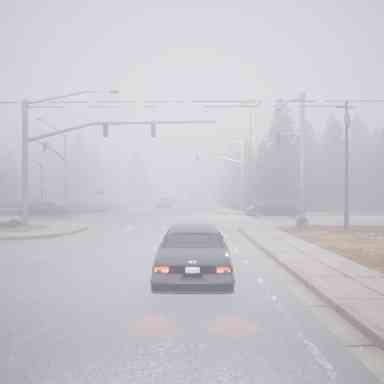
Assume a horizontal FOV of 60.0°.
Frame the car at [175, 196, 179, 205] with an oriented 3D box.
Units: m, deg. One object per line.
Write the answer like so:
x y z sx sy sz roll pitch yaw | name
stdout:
-3.695 1.491 54.695 2.128 1.511 4.902 0 0 0 | car

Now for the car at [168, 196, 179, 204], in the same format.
-3.597 1.505 64.573 1.837 1.490 4.892 0 0 1 | car

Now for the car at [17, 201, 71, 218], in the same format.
-13.335 1.553 30.029 4.674 1.442 1.812 0 0 1 | car

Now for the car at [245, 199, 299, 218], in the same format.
7.048 1.379 29.704 4.553 1.767 2.097 0 0 1 | car

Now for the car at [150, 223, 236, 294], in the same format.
0.030 1.545 8.919 2.033 1.411 5.357 0 0 0 | car

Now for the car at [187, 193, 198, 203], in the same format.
0.135 1.222 71.035 2.150 2.045 5.566 0 0 2 | car

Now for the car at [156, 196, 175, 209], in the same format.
-3.698 1.505 45.044 1.837 1.490 4.892 0 0 0 | car
